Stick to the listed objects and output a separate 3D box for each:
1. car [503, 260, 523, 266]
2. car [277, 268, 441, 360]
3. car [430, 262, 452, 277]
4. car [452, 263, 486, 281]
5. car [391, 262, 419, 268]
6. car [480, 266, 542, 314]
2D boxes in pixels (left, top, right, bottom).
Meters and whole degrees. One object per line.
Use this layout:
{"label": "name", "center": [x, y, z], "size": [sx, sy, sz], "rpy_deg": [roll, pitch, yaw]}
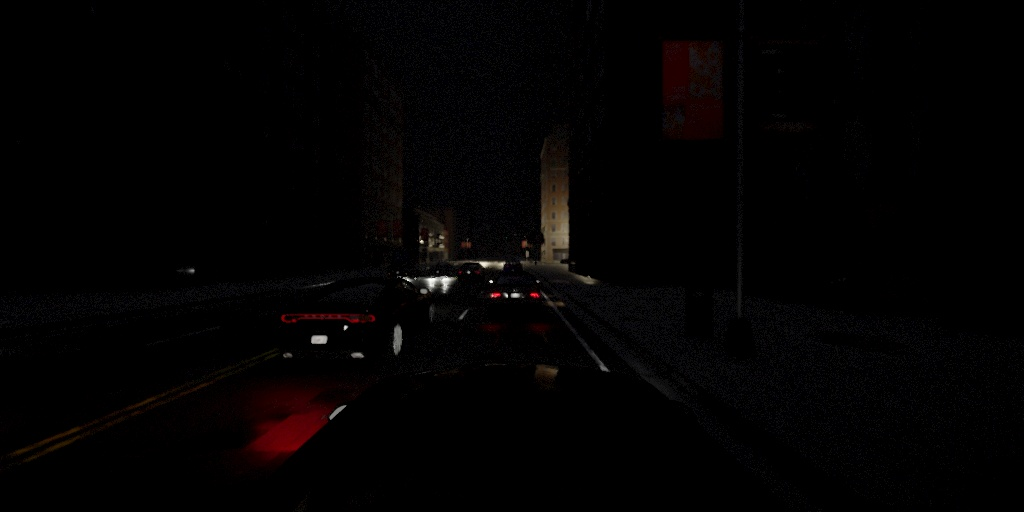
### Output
{"label": "car", "center": [0.099, 1.135, 35.907], "size": [1.882, 1.535, 5.008], "rpy_deg": [0, 0, 0]}
{"label": "car", "center": [-3.152, 1.209, 8.341], "size": [1.882, 1.535, 5.008], "rpy_deg": [0, 0, 0]}
{"label": "car", "center": [-6.600, 1.227, 33.871], "size": [1.994, 1.385, 4.181], "rpy_deg": [0, 0, 0]}
{"label": "car", "center": [-3.149, 1.224, 28.617], "size": [2.033, 1.411, 5.357], "rpy_deg": [0, 0, 0]}
{"label": "car", "center": [-9.848, 1.230, 32.860], "size": [1.994, 1.385, 4.181], "rpy_deg": [0, 0, 0]}
{"label": "car", "center": [0.101, 1.264, 13.645], "size": [2.033, 1.411, 5.357], "rpy_deg": [0, 0, 0]}
